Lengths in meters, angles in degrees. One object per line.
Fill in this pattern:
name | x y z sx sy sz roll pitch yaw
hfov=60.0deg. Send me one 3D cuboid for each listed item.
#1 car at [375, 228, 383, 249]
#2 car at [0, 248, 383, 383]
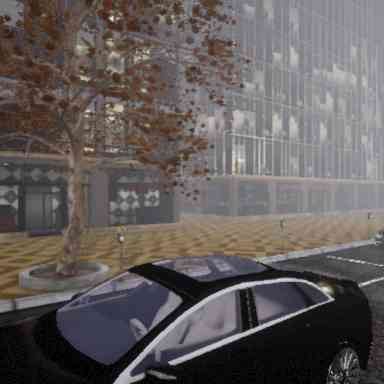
car | 8.728 1.525 12.779 4.403 1.369 2.008 0 0 -35
car | -0.117 1.489 3.293 4.902 1.511 2.128 0 0 -35
